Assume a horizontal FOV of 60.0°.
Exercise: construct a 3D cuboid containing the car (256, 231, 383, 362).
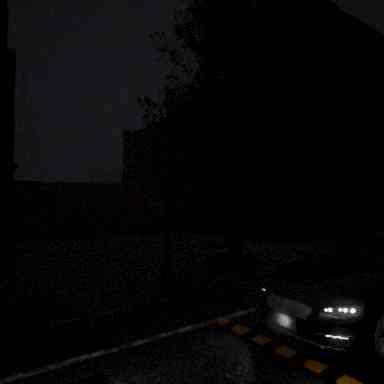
[{"bbox_3d":[3.267,1.522,6.029,4.902,1.511,2.128,0,0,-36],"label":"car"}]
